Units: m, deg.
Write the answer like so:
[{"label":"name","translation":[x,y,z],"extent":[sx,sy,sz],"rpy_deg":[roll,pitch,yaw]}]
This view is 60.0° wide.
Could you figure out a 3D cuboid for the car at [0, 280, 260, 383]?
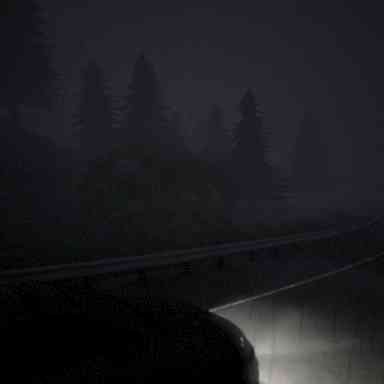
[{"label":"car","translation":[-1.333,1.580,3.044],"extent":[4.181,1.385,1.994],"rpy_deg":[1,-1,-36]}]
